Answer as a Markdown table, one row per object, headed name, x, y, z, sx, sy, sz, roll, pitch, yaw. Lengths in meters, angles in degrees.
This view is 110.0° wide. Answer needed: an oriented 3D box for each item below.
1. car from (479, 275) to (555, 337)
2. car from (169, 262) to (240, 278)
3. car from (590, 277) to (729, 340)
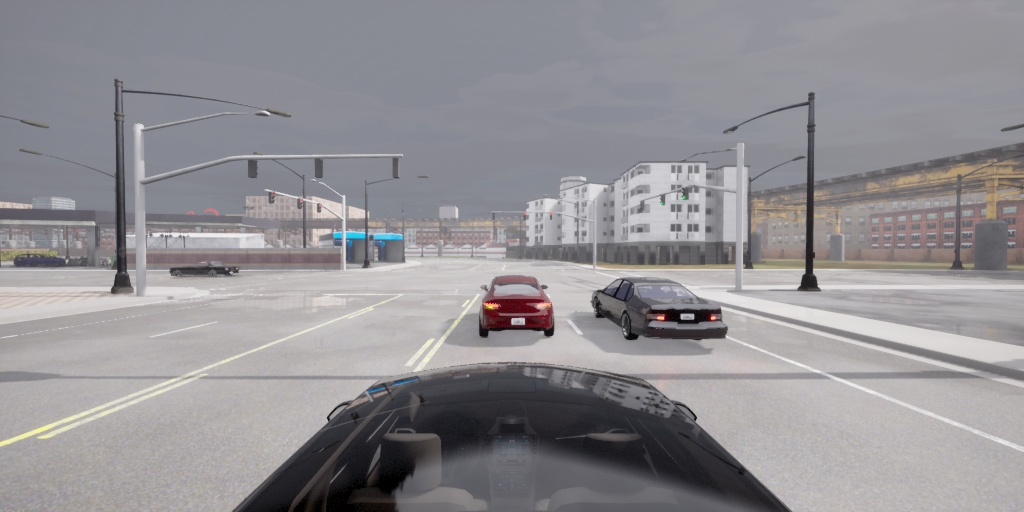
| name | x | y | z | sx | sy | sz | roll | pitch | yaw |
| --- | --- | --- | --- | --- | --- | --- | --- | --- | --- |
| car | 0.077 | 1.256 | 10.139 | 1.812 | 1.442 | 4.674 | 0 | 0 | -1 |
| car | -26.136 | 1.131 | 30.504 | 4.718 | 1.301 | 1.895 | 0 | 1 | -1 |
| car | 3.588 | 1.282 | 9.852 | 2.033 | 1.411 | 5.357 | 0 | 0 | 0 |
